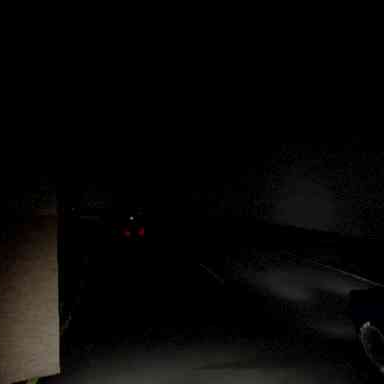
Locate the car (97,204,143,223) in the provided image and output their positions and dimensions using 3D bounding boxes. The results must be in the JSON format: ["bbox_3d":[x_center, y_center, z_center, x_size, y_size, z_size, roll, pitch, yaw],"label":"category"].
[{"bbox_3d":[-5.693,1.598,25.753,1.895,1.301,4.718,0,0,-37],"label":"car"}]

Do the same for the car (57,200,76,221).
[{"bbox_3d":[-11.055,1.380,26.550,2.097,1.767,4.553,-1,0,-42],"label":"car"}]

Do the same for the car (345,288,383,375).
[{"bbox_3d":[3.264,1.577,2.656,1.895,1.301,4.718,0,0,-4],"label":"car"}]
